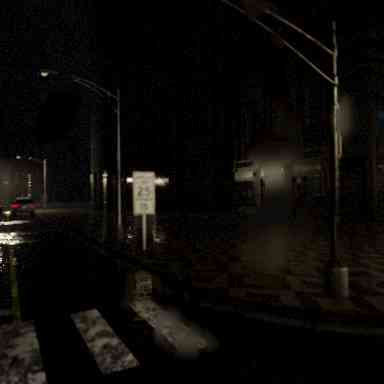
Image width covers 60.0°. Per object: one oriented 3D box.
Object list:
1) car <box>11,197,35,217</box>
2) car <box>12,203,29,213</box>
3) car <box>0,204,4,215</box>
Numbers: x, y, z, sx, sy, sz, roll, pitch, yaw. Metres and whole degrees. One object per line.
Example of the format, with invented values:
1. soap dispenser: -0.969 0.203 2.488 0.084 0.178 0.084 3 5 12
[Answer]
1. car: -19.318 1.713 38.205 2.150 2.045 5.566 0 -1 -29
2. car: -24.553 2.217 47.541 1.895 1.301 4.718 0 -1 -29
3. car: -24.323 2.100 40.960 2.033 1.411 5.357 0 -1 -29
